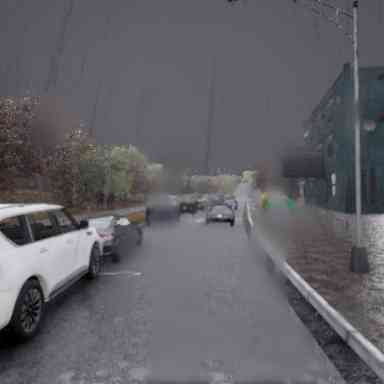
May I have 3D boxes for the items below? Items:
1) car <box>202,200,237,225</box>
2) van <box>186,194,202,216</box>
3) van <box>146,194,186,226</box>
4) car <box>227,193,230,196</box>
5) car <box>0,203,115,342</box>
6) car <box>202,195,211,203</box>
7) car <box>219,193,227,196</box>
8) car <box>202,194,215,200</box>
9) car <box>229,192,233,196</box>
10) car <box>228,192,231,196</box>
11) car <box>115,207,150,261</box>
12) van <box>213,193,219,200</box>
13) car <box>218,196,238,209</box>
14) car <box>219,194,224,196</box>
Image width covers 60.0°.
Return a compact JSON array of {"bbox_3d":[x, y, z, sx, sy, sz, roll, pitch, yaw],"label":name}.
[{"bbox_3d":[2.070,1.552,23.834,1.994,1.385,4.181,0,0,7],"label":"car"},{"bbox_3d":[-0.420,1.244,33.219,1.878,1.987,4.442,-1,1,7],"label":"van"},{"bbox_3d":[-1.883,1.252,23.375,1.878,1.987,4.442,-1,1,7],"label":"van"},{"bbox_3d":[6.929,1.432,77.928,2.097,1.535,5.008,0,0,12],"label":"car"},{"bbox_3d":[-3.502,1.227,6.640,2.435,2.045,5.566,-1,1,1],"label":"car"},{"bbox_3d":[0.634,1.493,39.646,2.163,1.488,4.792,-1,1,8],"label":"car"},{"bbox_3d":[5.324,1.216,68.175,2.435,2.045,5.566,0,0,10],"label":"car"},{"bbox_3d":[1.529,1.457,45.084,2.231,1.521,4.892,-1,1,8],"label":"car"},{"bbox_3d":[9.499,1.443,93.518,1.946,1.575,5.366,0,0,12],"label":"car"},{"bbox_3d":[7.828,1.444,83.403,2.097,1.535,5.008,0,0,12],"label":"car"},{"bbox_3d":[-3.113,1.521,12.189,2.002,1.452,4.674,-1,1,4],"label":"car"},{"bbox_3d":[2.456,1.247,50.693,1.878,1.987,4.442,0,0,12],"label":"van"},{"bbox_3d":[4.748,1.514,41.483,2.033,1.411,5.357,0,0,9],"label":"car"},{"bbox_3d":[4.231,1.500,61.519,2.002,1.452,4.674,0,0,10],"label":"car"}]
